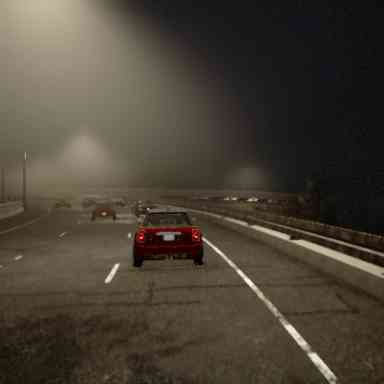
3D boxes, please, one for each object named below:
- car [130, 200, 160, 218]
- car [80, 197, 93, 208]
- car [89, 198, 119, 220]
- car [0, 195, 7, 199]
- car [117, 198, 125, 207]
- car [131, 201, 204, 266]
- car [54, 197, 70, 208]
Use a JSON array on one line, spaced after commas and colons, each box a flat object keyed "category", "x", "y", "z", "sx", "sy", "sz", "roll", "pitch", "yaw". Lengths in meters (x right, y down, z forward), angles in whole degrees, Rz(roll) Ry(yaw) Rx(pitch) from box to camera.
[{"category": "car", "x": -4.444, "y": 1.494, "z": 30.640, "sx": 2.033, "sy": 1.411, "sz": 5.357, "roll": 0, "pitch": 0, "yaw": -17}, {"category": "car", "x": -14.486, "y": 1.476, "z": 46.948, "sx": 1.812, "sy": 1.442, "sz": 4.674, "roll": 0, "pitch": 0, "yaw": -25}, {"category": "car", "x": -7.321, "y": 1.491, "z": 27.709, "sx": 1.812, "sy": 1.442, "sz": 4.674, "roll": 0, "pitch": 0, "yaw": -15}, {"category": "car", "x": -47.691, "y": 1.501, "z": 82.947, "sx": 4.892, "sy": 1.490, "sz": 1.837, "roll": 0, "pitch": 0, "yaw": 37}, {"category": "car", "x": -11.066, "y": 1.534, "z": 47.985, "sx": 1.895, "sy": 1.301, "sz": 4.718, "roll": 0, "pitch": 0, "yaw": -25}, {"category": "car", "x": -0.876, "y": 1.328, "z": 11.688, "sx": 2.097, "sy": 1.767, "sz": 4.553, "roll": 0, "pitch": 0, "yaw": -6}, {"category": "car", "x": -18.094, "y": 1.492, "z": 46.360, "sx": 1.812, "sy": 1.442, "sz": 4.674, "roll": 0, "pitch": 0, "yaw": -26}]
